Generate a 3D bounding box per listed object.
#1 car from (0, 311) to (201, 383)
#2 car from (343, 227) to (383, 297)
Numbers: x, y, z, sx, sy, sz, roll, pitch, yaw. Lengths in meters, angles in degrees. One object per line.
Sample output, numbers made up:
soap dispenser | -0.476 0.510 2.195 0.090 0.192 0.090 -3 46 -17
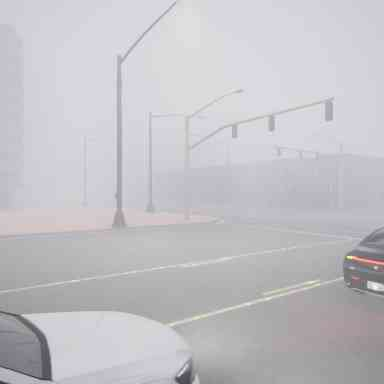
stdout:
car | -2.085 1.525 2.261 4.674 1.442 1.812 0 0 -35
car | 5.394 1.508 7.587 4.892 1.490 1.837 0 0 -35
